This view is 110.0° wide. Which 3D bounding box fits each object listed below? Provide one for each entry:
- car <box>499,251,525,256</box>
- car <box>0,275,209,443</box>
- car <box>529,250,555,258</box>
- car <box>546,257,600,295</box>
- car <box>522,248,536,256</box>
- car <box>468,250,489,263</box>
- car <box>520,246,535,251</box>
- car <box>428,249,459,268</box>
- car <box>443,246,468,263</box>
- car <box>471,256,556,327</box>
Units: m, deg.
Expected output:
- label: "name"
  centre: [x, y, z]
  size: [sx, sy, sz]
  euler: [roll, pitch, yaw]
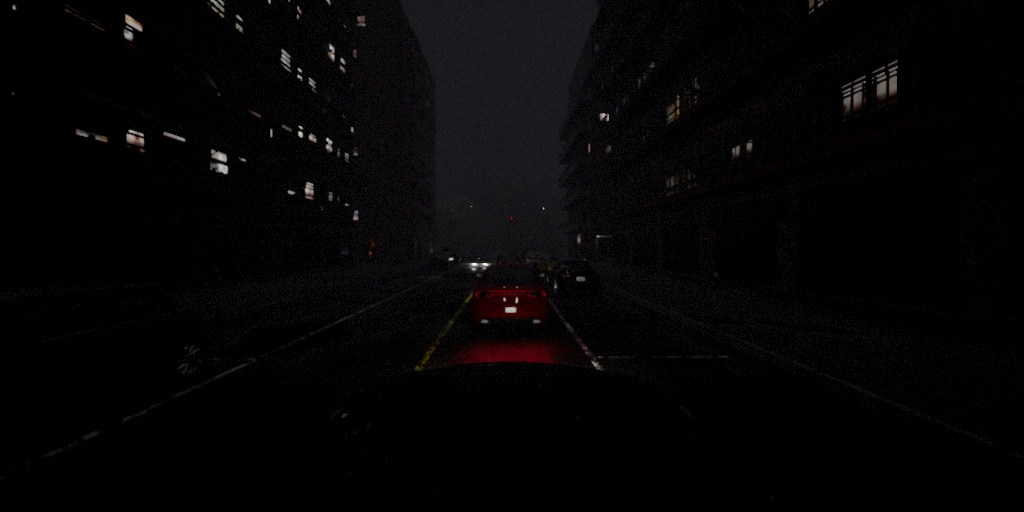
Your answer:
- label: "car"
  centre: [-0.254, 0.477, 27.852]
  size: [1.895, 1.301, 4.718]
  euler: [0, 2, 0]
- label: "car"
  centre: [-5.733, 1.121, 3.893]
  size: [1.967, 1.591, 4.097]
  euler: [0, 0, -1]
- label: "car"
  centre: [2.513, 0.454, 26.399]
  size: [1.751, 1.417, 4.829]
  euler: [0, 0, -1]
- label: "car"
  centre: [2.585, 0.844, 15.740]
  size: [1.948, 1.339, 4.313]
  euler: [0, 0, -1]
- label: "car"
  centre: [2.371, 0.108, 37.358]
  size: [2.007, 1.370, 4.403]
  euler: [0, 0, -1]
- label: "car"
  centre: [-3.591, 0.022, 40.477]
  size: [1.994, 1.385, 4.181]
  euler: [0, 2, -1]
- label: "car"
  centre: [2.227, -0.498, 48.486]
  size: [2.192, 1.841, 5.009]
  euler: [0, 0, -1]
- label: "car"
  centre: [-6.204, 0.302, 31.715]
  size: [2.007, 1.370, 4.403]
  euler: [0, 0, -1]
- label: "car"
  centre: [-6.276, -0.119, 37.279]
  size: [2.192, 1.841, 5.009]
  euler: [0, 0, -1]
- label: "car"
  centre: [-0.043, 0.938, 10.358]
  size: [1.882, 1.535, 5.008]
  euler: [0, 2, 0]
